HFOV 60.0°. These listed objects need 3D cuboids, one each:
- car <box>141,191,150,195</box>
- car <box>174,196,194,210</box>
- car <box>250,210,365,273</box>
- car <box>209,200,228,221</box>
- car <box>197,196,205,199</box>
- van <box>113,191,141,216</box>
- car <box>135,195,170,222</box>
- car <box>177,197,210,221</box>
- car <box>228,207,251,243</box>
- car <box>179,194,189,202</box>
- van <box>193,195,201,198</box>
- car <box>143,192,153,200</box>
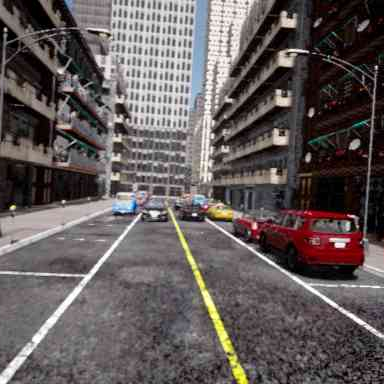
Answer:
[{"bbox_3d":[-6.986,0.936,44.053,1.967,1.590,4.097,3,0,-5],"label":"car"},{"bbox_3d":[-1.197,1.469,39.777,1.895,1.301,4.718,4,0,-5],"label":"car"},{"bbox_3d":[3.900,1.544,11.643,2.192,1.841,5.009,3,0,-5],"label":"car"},{"bbox_3d":[2.348,1.634,28.389,1.752,1.417,4.829,3,0,-5],"label":"car"},{"bbox_3d":[1.860,1.510,33.745,1.967,1.590,4.097,3,0,-5],"label":"car"},{"bbox_3d":[-5.456,0.957,27.476,1.690,1.788,3.998,3,0,-5],"label":"van"},{"bbox_3d":[-2.692,1.287,24.436,2.128,1.511,4.902,4,0,-5],"label":"car"},{"bbox_3d":[-0.003,1.488,26.883,1.812,1.442,4.674,4,0,-5],"label":"car"},{"bbox_3d":[3.385,1.630,17.169,1.967,1.590,4.097,3,0,-5],"label":"car"},{"bbox_3d":[-1.718,1.309,72.594,1.752,1.417,4.829,3,0,-5],"label":"car"},{"bbox_3d":[0.848,1.331,44.796,1.690,1.788,3.998,3,0,-5],"label":"van"},{"bbox_3d":[-9.533,0.836,71.681,1.887,1.381,4.507,3,0,-5],"label":"car"}]
